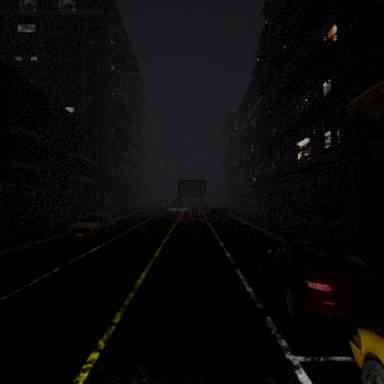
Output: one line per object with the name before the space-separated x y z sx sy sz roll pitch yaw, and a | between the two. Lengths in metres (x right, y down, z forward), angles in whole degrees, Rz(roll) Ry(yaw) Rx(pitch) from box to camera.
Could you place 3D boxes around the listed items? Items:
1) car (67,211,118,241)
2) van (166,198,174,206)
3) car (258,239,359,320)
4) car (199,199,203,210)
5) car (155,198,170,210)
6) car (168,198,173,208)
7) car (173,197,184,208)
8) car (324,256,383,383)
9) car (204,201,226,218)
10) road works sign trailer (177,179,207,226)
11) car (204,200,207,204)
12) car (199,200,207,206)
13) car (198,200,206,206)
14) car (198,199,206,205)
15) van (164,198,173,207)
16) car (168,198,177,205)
car | -5.286 1.743 18.134 1.752 1.417 4.829 2 -1 0
van | -5.259 2.413 79.130 1.690 1.788 3.998 1 -1 0
car | 2.588 1.667 7.173 1.802 1.307 4.206 1 -1 0
car | 2.607 2.286 56.941 1.887 1.381 4.507 1 -1 0
car | -5.272 2.265 56.838 1.752 1.417 4.829 2 -1 0
car | -5.264 2.137 62.542 2.192 1.841 5.009 2 -1 0
car | -2.744 2.074 64.636 2.150 2.045 5.566 0 -1 1
car | 2.587 1.548 1.815 1.752 1.417 4.829 2 -1 0
car | 2.599 1.977 34.821 1.887 1.381 4.507 1 -1 0
road works sign trailer | 0.001 0.787 26.508 2.380 3.560 2.880 0 -1 0
car | 2.602 2.034 40.523 1.752 1.417 4.829 1 -1 0
car | 2.616 2.616 79.063 1.887 1.381 4.507 1 -1 0
car | 2.619 2.703 84.592 1.887 1.381 4.507 1 -1 0
car | 2.631 2.687 90.125 1.967 1.590 4.097 1 -1 0
van | -5.261 2.327 73.599 1.690 1.788 3.998 2 -1 0
car | -5.254 2.563 90.190 2.192 1.841 5.009 1 -1 0
